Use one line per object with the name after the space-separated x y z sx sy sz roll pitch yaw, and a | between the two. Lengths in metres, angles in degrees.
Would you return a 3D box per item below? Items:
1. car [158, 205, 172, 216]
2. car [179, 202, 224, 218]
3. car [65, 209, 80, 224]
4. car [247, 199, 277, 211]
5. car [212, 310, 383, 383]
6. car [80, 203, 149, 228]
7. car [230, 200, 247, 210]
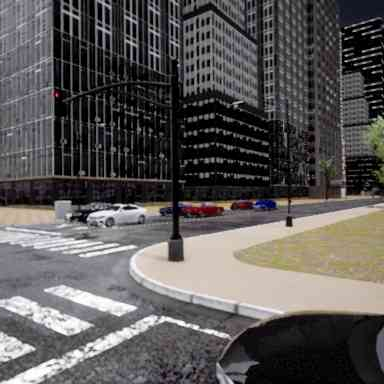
-1.219 1.709 33.475 1.895 1.301 4.718 -1 -1 37 | car
1.035 1.661 31.064 1.895 1.301 4.718 -1 -1 37 | car
-7.272 1.588 25.463 2.128 1.511 4.902 -1 -1 37 | car
9.194 1.601 41.837 1.812 1.442 4.674 -1 -1 37 | car
2.379 1.491 1.987 4.902 1.511 2.128 0 0 35 | car
-5.003 1.574 23.077 1.812 1.442 4.674 -1 -1 37 | car
6.681 1.686 43.906 1.994 1.385 4.181 -1 -1 37 | car
